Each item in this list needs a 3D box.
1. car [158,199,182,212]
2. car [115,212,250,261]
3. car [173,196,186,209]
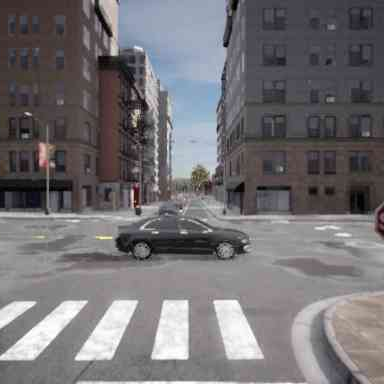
[{"bbox_3d":[-2.487,1.834,35.776,2.033,1.411,5.357,0,0,1],"label":"car"},{"bbox_3d":[-0.334,1.614,12.230,4.892,1.490,1.837,0,-1,0],"label":"car"},{"bbox_3d":[-2.427,1.731,49.284,2.097,1.767,4.553,0,0,0],"label":"car"}]
